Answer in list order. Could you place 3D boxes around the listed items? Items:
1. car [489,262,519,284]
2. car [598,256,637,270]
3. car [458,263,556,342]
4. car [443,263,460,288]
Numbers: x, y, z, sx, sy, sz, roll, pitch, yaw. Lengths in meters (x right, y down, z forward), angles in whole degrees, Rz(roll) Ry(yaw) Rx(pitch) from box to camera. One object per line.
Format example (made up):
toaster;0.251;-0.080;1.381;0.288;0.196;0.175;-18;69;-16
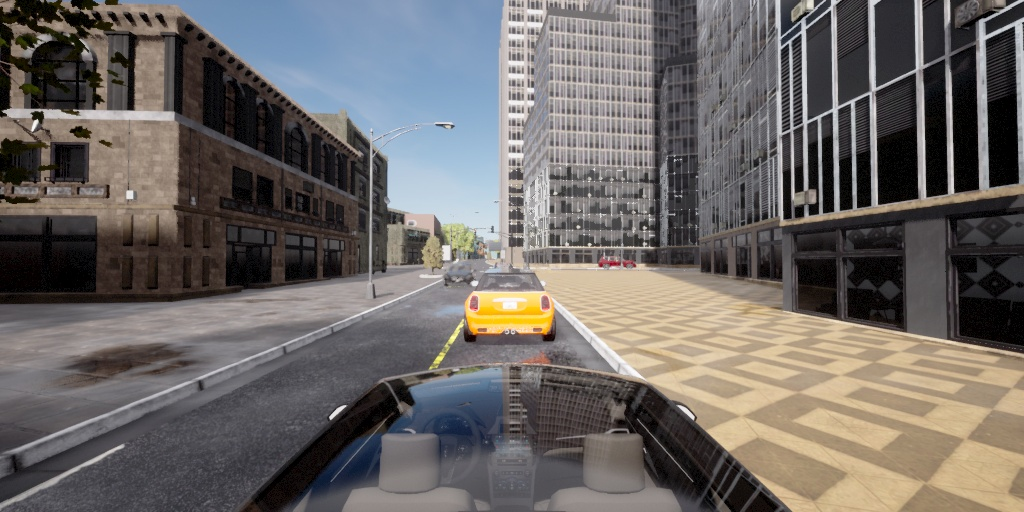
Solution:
car;-0.707;1.248;27.985;2.128;1.511;4.902;0;0;-3
car;14.171;0.952;48.440;5.009;1.841;2.192;0;0;15
car;-0.085;1.104;9.962;2.097;1.767;4.553;0;0;-1
car;-3.440;1.258;24.273;1.837;1.490;4.892;0;0;-3
